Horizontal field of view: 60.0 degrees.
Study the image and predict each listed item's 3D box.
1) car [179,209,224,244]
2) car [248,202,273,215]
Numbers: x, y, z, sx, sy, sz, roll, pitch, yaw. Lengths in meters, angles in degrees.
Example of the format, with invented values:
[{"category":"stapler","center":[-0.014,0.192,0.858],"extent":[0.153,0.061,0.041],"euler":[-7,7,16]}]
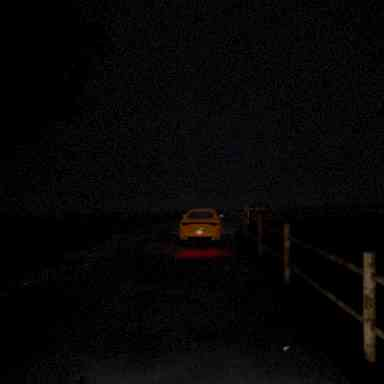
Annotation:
[{"category":"car","center":[0.533,1.560,16.501],"extent":[1.882,1.535,5.008],"euler":[0,0,5]},{"category":"car","center":[7.613,1.789,36.787],"extent":[2.033,1.411,5.357],"euler":[0,-1,34]}]
